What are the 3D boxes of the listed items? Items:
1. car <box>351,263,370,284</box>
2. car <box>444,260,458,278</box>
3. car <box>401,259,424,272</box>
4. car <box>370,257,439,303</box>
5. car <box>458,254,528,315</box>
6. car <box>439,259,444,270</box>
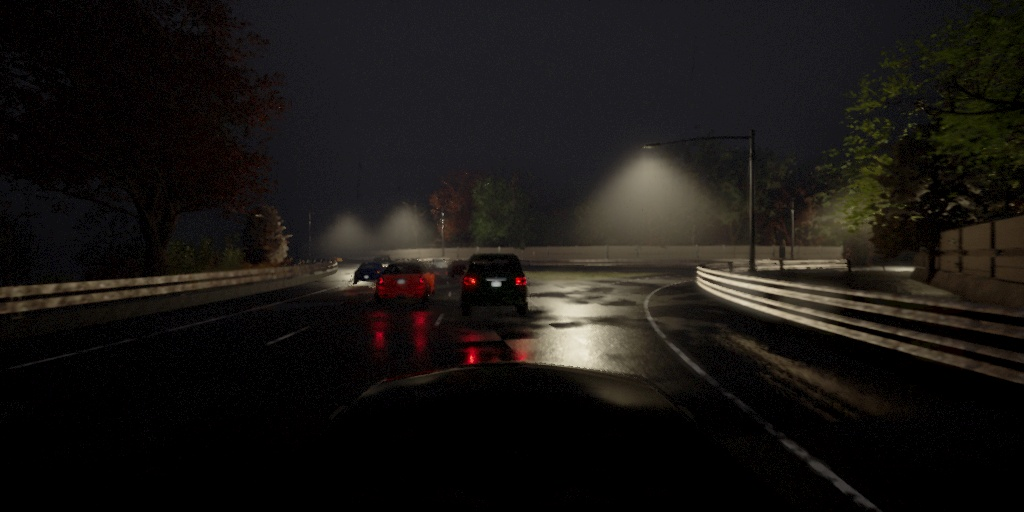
[{"bbox_3d":[-10.115,1.194,25.753,1.812,1.442,4.674,0,0,-14],"label":"car"},{"bbox_3d":[-4.663,1.107,32.087,1.882,1.535,5.008,0,0,-15],"label":"car"},{"bbox_3d":[-12.145,1.144,43.474,2.033,1.411,5.357,0,0,-24],"label":"car"},{"bbox_3d":[-4.719,1.049,16.451,2.097,1.767,4.553,0,0,-8],"label":"car"},{"bbox_3d":[-0.767,0.924,13.519,2.150,2.045,5.566,0,0,-6],"label":"car"},{"bbox_3d":[-9.674,1.105,46.317,1.812,1.442,4.674,0,0,-24],"label":"car"}]
